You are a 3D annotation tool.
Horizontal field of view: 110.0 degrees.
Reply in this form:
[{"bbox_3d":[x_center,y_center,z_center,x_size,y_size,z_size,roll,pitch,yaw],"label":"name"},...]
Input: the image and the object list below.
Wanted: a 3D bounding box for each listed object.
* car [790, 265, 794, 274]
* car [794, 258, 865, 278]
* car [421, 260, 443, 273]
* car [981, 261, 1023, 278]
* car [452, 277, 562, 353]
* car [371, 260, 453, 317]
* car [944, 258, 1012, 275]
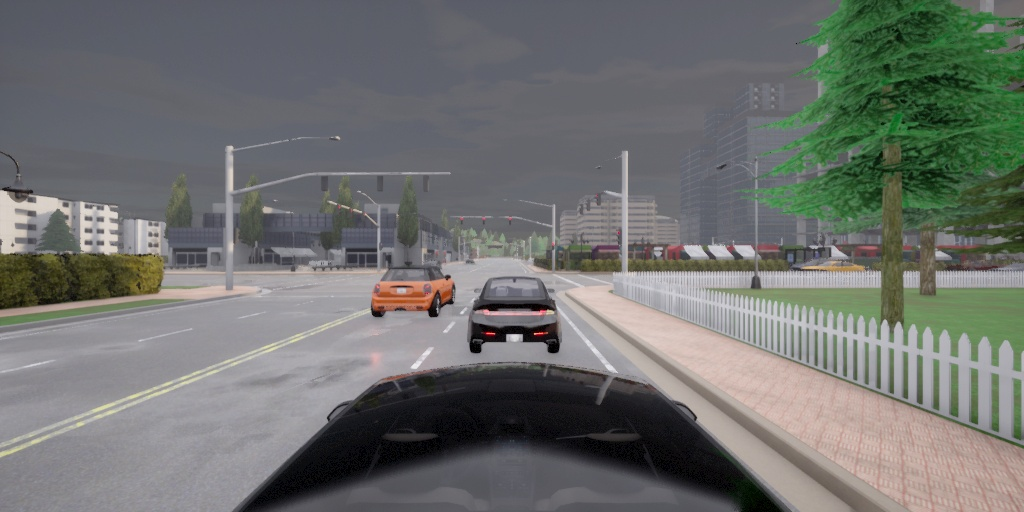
[{"bbox_3d":[31.010,1.098,36.469,4.553,1.767,2.097,0,0,-1],"label":"car"},{"bbox_3d":[29.370,1.223,32.929,5.008,1.535,1.882,0,0,-1],"label":"car"},{"bbox_3d":[-10.502,1.316,47.676,1.837,1.490,4.892,0,1,0],"label":"car"},{"bbox_3d":[47.708,1.359,33.297,5.357,1.411,2.033,0,0,-1],"label":"car"},{"bbox_3d":[0.061,1.241,8.781,2.128,1.511,4.902,0,0,0],"label":"car"},{"bbox_3d":[-3.417,1.100,13.250,2.097,1.767,4.553,0,0,0],"label":"car"},{"bbox_3d":[47.589,1.146,36.795,4.718,1.301,1.895,0,0,-1],"label":"car"}]
